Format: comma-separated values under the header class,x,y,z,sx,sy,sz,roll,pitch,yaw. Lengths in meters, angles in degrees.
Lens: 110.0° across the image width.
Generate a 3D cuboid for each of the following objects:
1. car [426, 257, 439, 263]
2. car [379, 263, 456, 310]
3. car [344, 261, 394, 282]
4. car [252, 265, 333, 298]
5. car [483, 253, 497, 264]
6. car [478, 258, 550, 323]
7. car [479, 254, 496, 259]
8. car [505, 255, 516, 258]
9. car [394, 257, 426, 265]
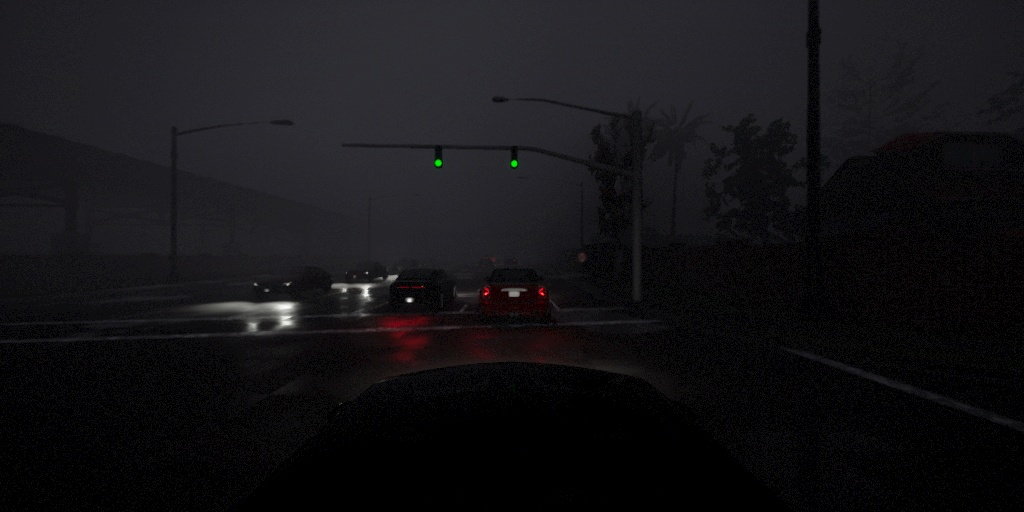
class,x,y,z,sx,sy,sz,roll,pitch,yaw
car,-10.688,0.838,46.219,1.994,1.385,4.181,0,1,0
car,-3.458,1.209,14.483,1.837,1.490,4.892,0,0,0
car,-10.657,1.103,26.579,1.812,1.442,4.674,0,1,0
car,-10.648,1.191,17.858,1.812,1.442,4.674,0,1,-1
car,-3.747,0.364,60.533,2.097,1.767,4.553,0,1,0
car,0.052,1.077,12.212,2.097,1.767,4.553,0,0,0
car,-3.707,0.762,50.705,1.994,1.385,4.181,0,1,0
car,-0.203,0.713,49.720,2.128,1.511,4.902,0,1,0
car,-10.648,0.938,36.347,2.128,1.511,4.902,0,1,0
